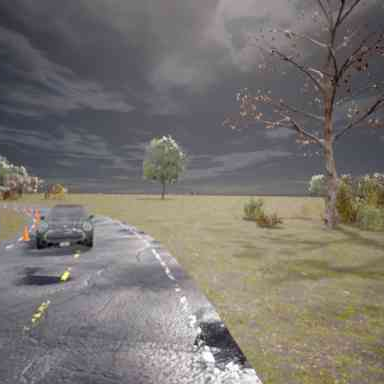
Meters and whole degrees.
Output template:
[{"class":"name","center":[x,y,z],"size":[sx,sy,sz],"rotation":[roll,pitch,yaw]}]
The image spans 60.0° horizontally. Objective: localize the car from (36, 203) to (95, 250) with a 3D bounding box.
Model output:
[{"class":"car","center":[-5.370,1.339,14.457],"size":[2.097,1.767,4.553],"rotation":[0,0,-17]}]

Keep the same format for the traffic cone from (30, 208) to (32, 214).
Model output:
[{"class":"traffic cone","center":[-15.860,1.858,32.836],"size":[0.340,0.580,0.340],"rotation":[1,0,-32]}]

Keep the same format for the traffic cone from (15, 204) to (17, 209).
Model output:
[{"class":"traffic cone","center":[-21.559,1.792,40.659],"size":[0.340,0.580,0.340],"rotation":[1,0,-40]}]

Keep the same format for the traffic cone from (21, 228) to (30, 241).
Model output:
[{"class":"traffic cone","center":[-7.672,1.934,15.341],"size":[0.340,0.580,0.340],"rotation":[0,0,-18]}]

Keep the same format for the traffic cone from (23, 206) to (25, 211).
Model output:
[{"class":"traffic cone","center":[-18.585,1.828,36.838],"size":[0.340,0.580,0.340],"rotation":[1,0,-36]}]

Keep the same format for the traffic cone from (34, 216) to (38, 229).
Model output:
[{"class":"traffic cone","center":[-9.295,1.921,19.902],"size":[0.340,0.580,0.340],"rotation":[0,0,-21]}]

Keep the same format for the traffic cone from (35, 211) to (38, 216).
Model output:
[{"class":"traffic cone","center":[-11.206,1.905,24.351],"size":[0.340,0.580,0.340],"rotation":[0,0,-25]}]

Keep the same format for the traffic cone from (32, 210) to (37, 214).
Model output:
[{"class":"traffic cone","center":[-13.397,1.884,28.668],"size":[0.340,0.580,0.340],"rotation":[0,0,-29]}]
